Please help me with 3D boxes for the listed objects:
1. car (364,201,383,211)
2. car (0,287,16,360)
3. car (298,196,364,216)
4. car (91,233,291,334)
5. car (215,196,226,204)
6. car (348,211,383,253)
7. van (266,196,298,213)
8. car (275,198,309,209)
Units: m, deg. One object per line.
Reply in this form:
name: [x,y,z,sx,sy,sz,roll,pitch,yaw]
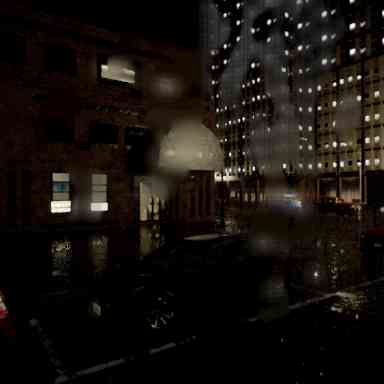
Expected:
car: [20.018,1.486,36.536,2.008,1.369,4.403,0,0,-35]
car: [-4.267,1.441,3.526,4.097,1.590,1.967,0,0,-35]
car: [13.137,1.298,31.749,2.192,1.841,5.009,0,0,-35]
car: [0.200,1.564,6.775,4.313,1.339,1.947,0,0,-35]
car: [4.099,1.424,59.418,1.752,1.417,4.829,0,0,-35]
car: [8.045,1.538,12.441,4.507,1.381,1.887,0,0,-35]
van: [9.973,1.316,36.297,1.690,1.788,3.998,0,0,-35]
car: [13.689,1.501,45.633,1.802,1.307,4.206,0,0,-35]
